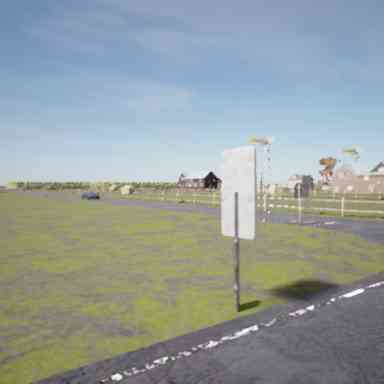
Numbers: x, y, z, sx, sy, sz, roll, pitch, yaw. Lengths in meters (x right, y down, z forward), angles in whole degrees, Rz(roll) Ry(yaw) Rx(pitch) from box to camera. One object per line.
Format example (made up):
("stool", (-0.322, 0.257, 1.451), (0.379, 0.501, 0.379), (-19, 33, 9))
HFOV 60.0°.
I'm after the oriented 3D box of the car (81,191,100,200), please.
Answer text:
("car", (-15.853, 0.502, 51.930), (1.994, 1.385, 4.181), (0, 1, -36))
